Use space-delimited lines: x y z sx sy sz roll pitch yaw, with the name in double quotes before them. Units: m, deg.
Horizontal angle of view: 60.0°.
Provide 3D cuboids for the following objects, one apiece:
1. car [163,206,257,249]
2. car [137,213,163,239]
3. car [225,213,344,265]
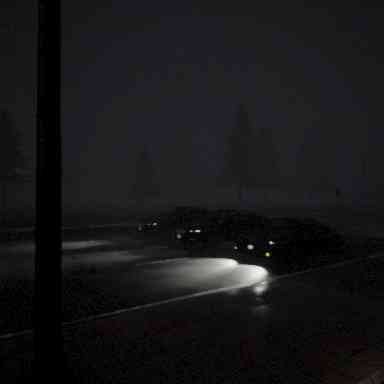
"car" 1.495 1.527 14.725 4.902 1.511 2.128 0 0 -35
"car" -0.516 1.528 17.590 4.902 1.511 2.128 0 0 -35
"car" 3.522 1.599 11.871 4.181 1.385 1.994 0 0 -35
